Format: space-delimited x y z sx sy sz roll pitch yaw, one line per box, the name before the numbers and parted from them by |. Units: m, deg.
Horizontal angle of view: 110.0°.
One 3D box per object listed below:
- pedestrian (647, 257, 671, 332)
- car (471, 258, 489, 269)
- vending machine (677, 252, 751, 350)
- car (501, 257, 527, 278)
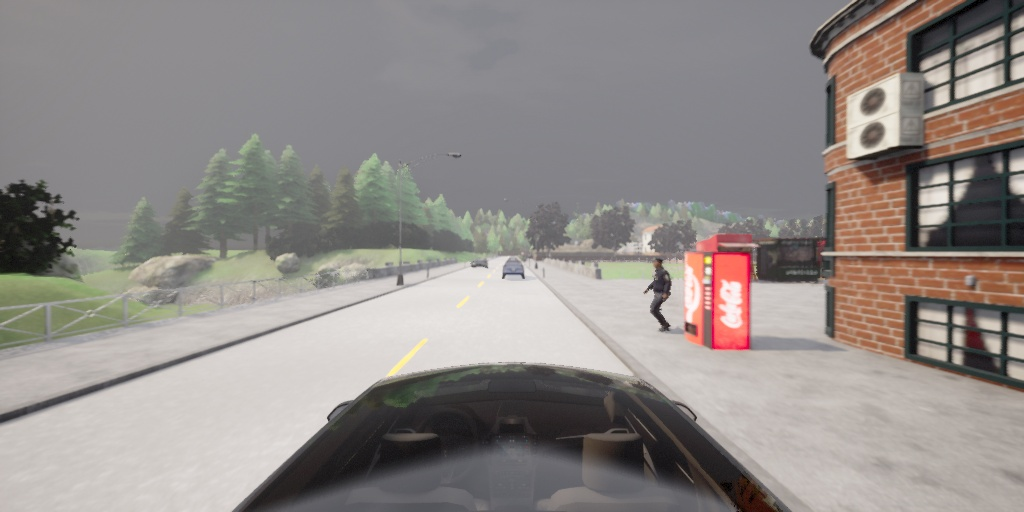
pedestrian | 3.531 0.881 8.524 0.375 1.860 0.375 0 0 0
car | -4.063 0.933 45.959 1.994 1.385 4.181 0 0 0
vending machine | 4.303 0.895 7.596 1.100 2.100 0.880 0 0 0
car | 0.111 1.057 29.663 2.033 1.411 5.357 0 1 0
